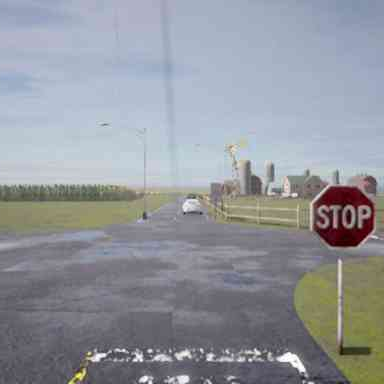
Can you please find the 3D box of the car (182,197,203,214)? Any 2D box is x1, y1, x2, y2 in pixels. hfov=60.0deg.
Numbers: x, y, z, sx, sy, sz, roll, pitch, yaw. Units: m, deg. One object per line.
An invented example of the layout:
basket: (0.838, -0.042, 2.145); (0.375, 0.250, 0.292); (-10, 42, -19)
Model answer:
car: (0.046, 1.504, 34.401); (1.812, 1.442, 4.674); (0, 0, 0)

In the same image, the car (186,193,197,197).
car: (-0.110, 1.190, 71.172); (2.150, 2.045, 5.566); (0, 0, 0)
